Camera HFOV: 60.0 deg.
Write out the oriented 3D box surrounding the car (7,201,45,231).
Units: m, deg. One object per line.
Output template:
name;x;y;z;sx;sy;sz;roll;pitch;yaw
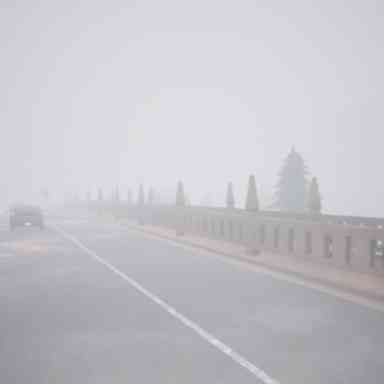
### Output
car;-10.362;1.540;20.839;1.837;1.490;4.892;0;0;-28
